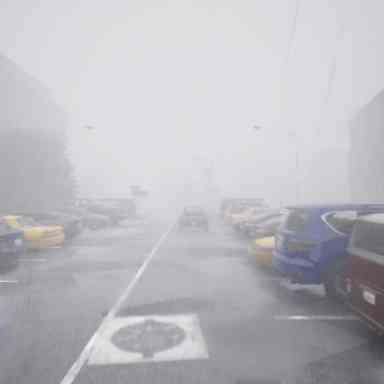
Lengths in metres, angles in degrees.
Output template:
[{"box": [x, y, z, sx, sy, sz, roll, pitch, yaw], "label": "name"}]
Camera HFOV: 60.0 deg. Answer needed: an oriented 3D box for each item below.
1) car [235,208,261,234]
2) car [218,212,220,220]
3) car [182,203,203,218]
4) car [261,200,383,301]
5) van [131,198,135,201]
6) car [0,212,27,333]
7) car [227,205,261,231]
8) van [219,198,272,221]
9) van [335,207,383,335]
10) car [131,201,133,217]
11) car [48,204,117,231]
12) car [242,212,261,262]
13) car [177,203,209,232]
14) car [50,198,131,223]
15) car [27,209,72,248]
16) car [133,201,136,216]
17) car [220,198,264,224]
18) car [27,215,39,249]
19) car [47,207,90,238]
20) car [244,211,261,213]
[{"box": [4.663, 1.652, 15.973, 4.674, 1.452, 2.002, 0, 0, 0], "label": "car"}, {"box": [4.661, 1.709, 27.263, 5.008, 1.535, 2.097, 0, -1, 0], "label": "car"}, {"box": [0.068, 1.948, 36.327, 2.128, 1.511, 4.902, 0, -2, 0], "label": "car"}, {"box": [4.701, 1.294, 7.727, 5.566, 2.045, 2.435, 0, 0, 0], "label": "car"}, {"box": [-7.795, 1.588, 32.555, 4.442, 1.987, 1.878, 0, -1, 0], "label": "van"}, {"box": [-3.102, 1.232, 1.247, 2.150, 2.045, 5.566, 0, 0, 0], "label": "car"}, {"box": [4.634, 1.665, 18.763, 4.792, 1.488, 2.163, 0, 0, 0], "label": "car"}, {"box": [4.770, 1.529, 30.041, 4.442, 1.987, 1.878, 0, -1, 0], "label": "van"}, {"box": [4.792, 1.296, 4.936, 4.442, 1.987, 1.878, 0, 0, 0], "label": "van"}, {"box": [-7.673, 1.705, 26.933, 5.008, 1.535, 2.097, 0, 0, 0], "label": "car"}, {"box": [-7.640, 1.685, 21.405, 4.792, 1.488, 2.163, 0, 0, 0], "label": "car"}, {"box": [4.485, 1.564, 10.390, 5.366, 1.575, 1.946, 0, 0, 0], "label": "car"}, {"box": [0.083, 1.666, 21.481, 2.128, 1.511, 4.902, 0, -1, 0], "label": "car"}, {"box": [-7.643, 1.427, 24.201, 5.566, 2.045, 2.435, 0, 0, 0], "label": "car"}, {"box": [-7.847, 1.584, 13.025, 5.366, 1.575, 1.946, 0, 0, 0], "label": "car"}, {"box": [-7.706, 1.778, 29.764, 4.792, 1.488, 2.163, 0, -1, 0], "label": "car"}, {"box": [4.627, 1.556, 24.474, 4.553, 1.767, 2.185, 0, -1, 0], "label": "car"}, {"box": [-7.688, 1.594, 10.230, 4.792, 1.488, 2.163, 0, 0, 0], "label": "car"}, {"box": [-7.693, 1.639, 15.818, 4.792, 1.488, 2.163, 0, 0, 0], "label": "car"}, {"box": [4.666, 1.631, 13.306, 4.674, 1.452, 2.002, 0, 0, 0], "label": "car"}]
